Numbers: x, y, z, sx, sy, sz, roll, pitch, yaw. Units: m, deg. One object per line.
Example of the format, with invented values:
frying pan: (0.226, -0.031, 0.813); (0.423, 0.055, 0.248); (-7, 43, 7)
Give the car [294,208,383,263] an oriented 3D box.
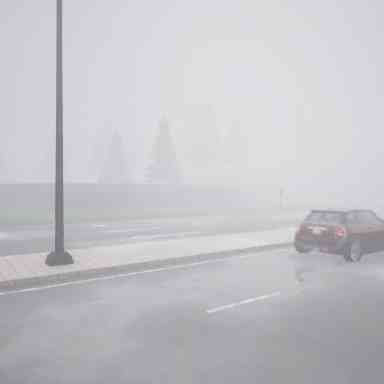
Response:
car: (5.856, 1.352, 12.223); (4.553, 1.767, 2.097); (0, 0, -35)
